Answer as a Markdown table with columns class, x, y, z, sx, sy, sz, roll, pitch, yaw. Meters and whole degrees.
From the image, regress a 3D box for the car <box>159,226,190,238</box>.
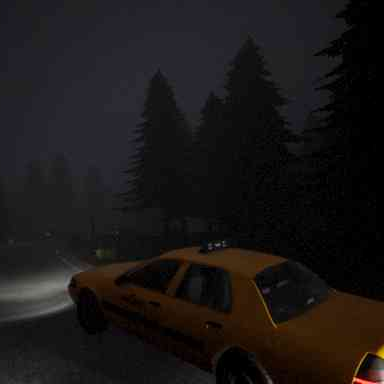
| class | x | y | z | sx | sy | sz | roll | pitch | yaw |
| --- | --- | --- | --- | --- | --- | --- | --- | --- | --- |
| car | -2.325 | 5.540 | 46.290 | 1.882 | 1.535 | 5.008 | -5 | -8 | 30 |

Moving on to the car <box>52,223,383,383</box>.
| class | x | y | z | sx | sy | sz | roll | pitch | yaw |
| --- | --- | --- | --- | --- | --- | --- | --- | --- | --- |
| car | 0.111 | 1.440 | 4.762 | 5.366 | 1.575 | 1.801 | 0 | 1 | 43 |

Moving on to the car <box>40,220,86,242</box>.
| class | x | y | z | sx | sy | sz | roll | pitch | yaw |
| --- | --- | --- | --- | --- | --- | --- | --- | --- | --- |
| car | -12.137 | 3.720 | 32.200 | 2.150 | 2.045 | 5.566 | -4 | -8 | 13 |

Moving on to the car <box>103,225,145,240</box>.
| class | x | y | z | sx | sy | sz | roll | pitch | yaw |
| --- | --- | --- | --- | --- | --- | --- | --- | --- | --- |
| car | -7.449 | 4.507 | 36.985 | 2.033 | 1.411 | 5.357 | -4 | -8 | 20 |
